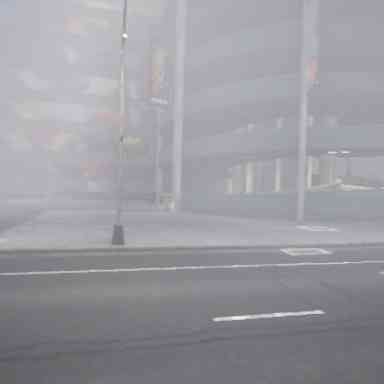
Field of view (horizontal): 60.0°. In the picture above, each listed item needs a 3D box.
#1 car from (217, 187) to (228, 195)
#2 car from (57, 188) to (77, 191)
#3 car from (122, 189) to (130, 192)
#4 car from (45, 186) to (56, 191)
[{"bbox_3d":[6.290,0.085,62.037,2.435,2.045,5.566,1,1,-14],"label":"car"},{"bbox_3d":[-15.884,0.087,43.531,2.002,1.452,4.674,1,1,-14],"label":"car"},{"bbox_3d":[-11.468,0.117,56.771,1.895,1.301,4.718,1,1,-14],"label":"car"},{"bbox_3d":[-22.821,-0.208,54.374,2.161,1.482,4.786,1,1,-14],"label":"car"}]
